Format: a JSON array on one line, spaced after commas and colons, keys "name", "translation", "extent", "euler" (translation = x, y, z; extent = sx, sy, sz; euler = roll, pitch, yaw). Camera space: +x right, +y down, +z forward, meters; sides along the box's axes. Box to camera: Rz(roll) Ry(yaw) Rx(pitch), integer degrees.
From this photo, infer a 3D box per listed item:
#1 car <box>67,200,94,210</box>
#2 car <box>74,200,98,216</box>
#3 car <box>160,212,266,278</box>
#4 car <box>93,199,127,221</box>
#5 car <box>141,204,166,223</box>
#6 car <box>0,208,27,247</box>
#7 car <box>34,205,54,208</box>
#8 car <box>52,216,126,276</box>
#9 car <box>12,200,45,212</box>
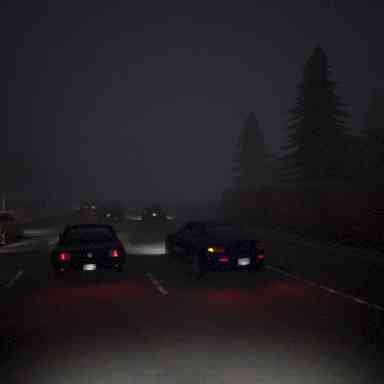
[{"name": "car", "translation": [-16.973, 1.967, 50.954], "extent": [1.837, 1.490, 4.892], "euler": [-1, -1, 8]}, {"name": "car", "translation": [-10.868, 1.657, 36.173], "extent": [2.097, 1.767, 4.553], "euler": [-1, 0, 1]}, {"name": "car", "translation": [0.528, 1.546, 10.276], "extent": [1.812, 1.442, 4.674], "euler": [-1, 0, -19]}, {"name": "car", "translation": [-6.756, 1.684, 28.303], "extent": [1.882, 1.535, 5.008], "euler": [-1, 0, -6]}, {"name": "car", "translation": [-3.115, 1.700, 27.215], "extent": [1.994, 1.385, 4.181], "euler": [-1, 0, -7]}, {"name": "car", "translation": [-9.613, 1.702, 16.055], "extent": [1.882, 1.535, 5.008], "euler": [-1, 0, -13]}, {"name": "car", "translation": [-21.103, 1.743, 45.546], "extent": [2.150, 2.045, 5.566], "euler": [-1, 0, 5]}, {"name": "car", "translation": [-3.325, 1.694, 10.819], "extent": [1.895, 1.301, 4.718], "euler": [-1, 0, -17]}, {"name": "car", "translation": [-24.182, 2.083, 49.506], "extent": [2.128, 1.511, 4.902], "euler": [-1, 0, 6]}]
